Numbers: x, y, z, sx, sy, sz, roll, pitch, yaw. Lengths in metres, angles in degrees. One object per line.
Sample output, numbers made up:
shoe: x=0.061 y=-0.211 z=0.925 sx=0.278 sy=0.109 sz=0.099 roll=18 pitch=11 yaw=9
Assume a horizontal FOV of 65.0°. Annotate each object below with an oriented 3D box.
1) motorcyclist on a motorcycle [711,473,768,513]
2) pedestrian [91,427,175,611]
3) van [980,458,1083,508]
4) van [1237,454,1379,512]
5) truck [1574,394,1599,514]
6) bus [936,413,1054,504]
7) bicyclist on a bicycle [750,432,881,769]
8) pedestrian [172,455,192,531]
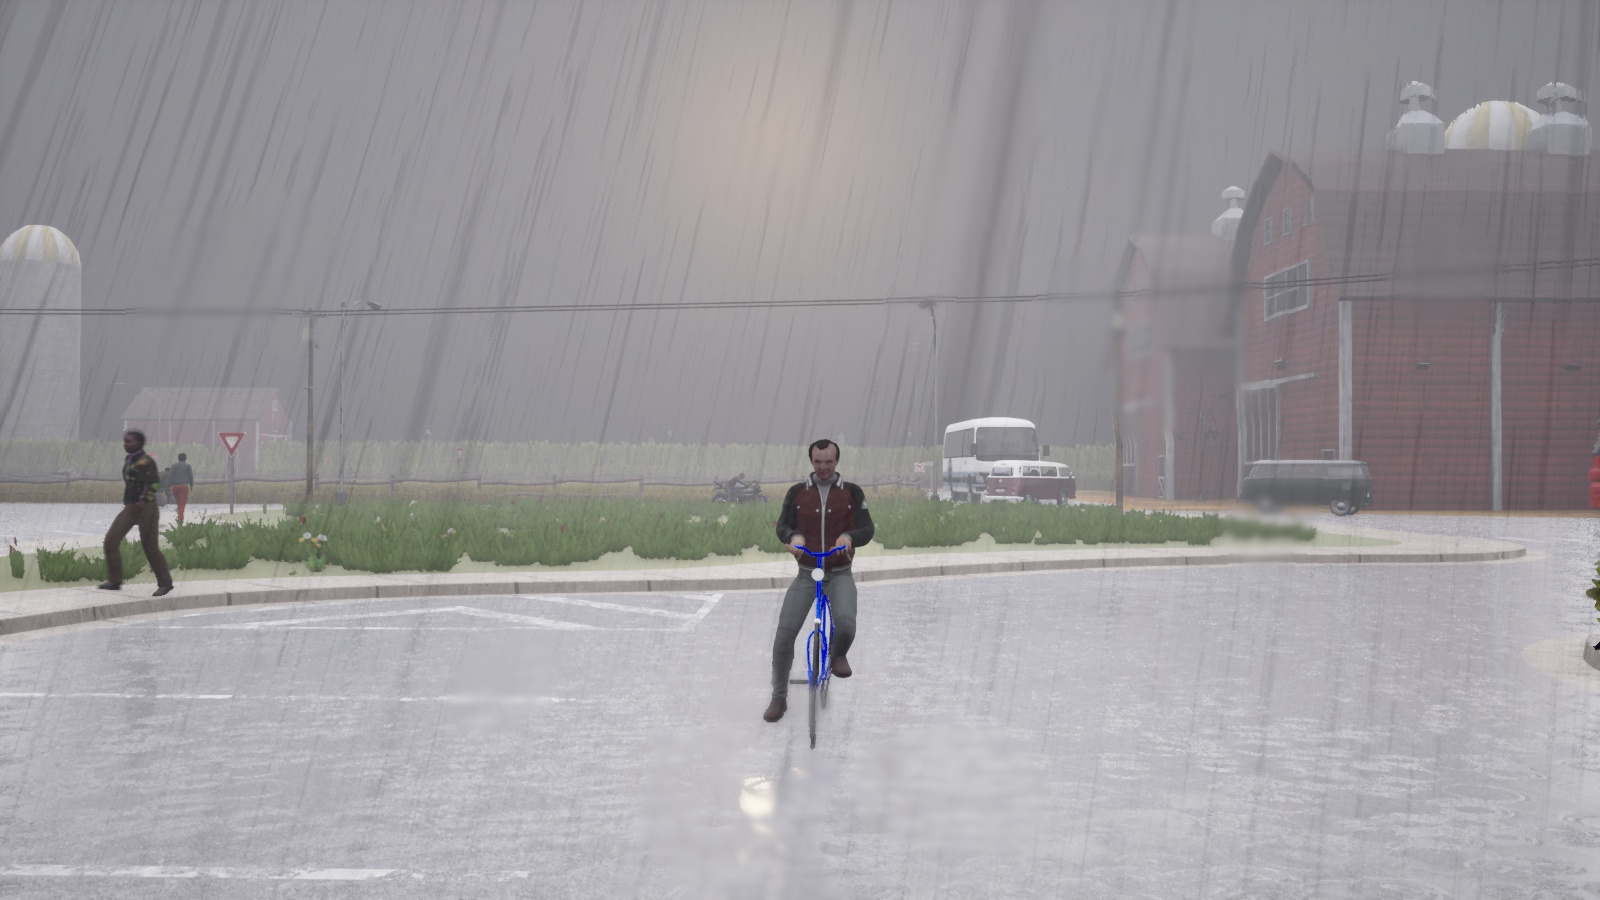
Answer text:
motorcyclist on a motorcycle: x=-2.370 y=1.691 z=49.642 sx=2.191 sy=1.530 sz=0.866 roll=0 pitch=-1 yaw=0
pedestrian: x=-7.204 y=0.726 z=13.583 sx=0.395 sy=1.930 sz=0.692 roll=-1 pitch=-1 yaw=24
van: x=9.962 y=1.394 z=53.885 sx=4.480 sy=2.038 sz=2.069 roll=1 pitch=-2 yaw=-43
van: x=18.232 y=1.193 z=45.163 sx=4.442 sy=1.987 sz=1.775 roll=-1 pitch=-1 yaw=34
truck: x=29.359 y=0.087 z=39.333 sx=8.468 sy=3.827 sz=2.891 roll=-1 pitch=-2 yaw=36
bus: x=9.684 y=0.469 z=63.888 sx=3.944 sy=4.253 sz=10.273 roll=0 pitch=-1 yaw=-3
bicyclist on a bicycle: x=0.139 y=0.812 z=7.576 sx=0.659 sy=1.776 sz=1.843 roll=0 pitch=-1 yaw=4
pedestrian: x=-15.289 y=1.051 z=31.062 sx=0.353 sy=1.847 sz=0.614 roll=0 pitch=-1 yaw=-18
